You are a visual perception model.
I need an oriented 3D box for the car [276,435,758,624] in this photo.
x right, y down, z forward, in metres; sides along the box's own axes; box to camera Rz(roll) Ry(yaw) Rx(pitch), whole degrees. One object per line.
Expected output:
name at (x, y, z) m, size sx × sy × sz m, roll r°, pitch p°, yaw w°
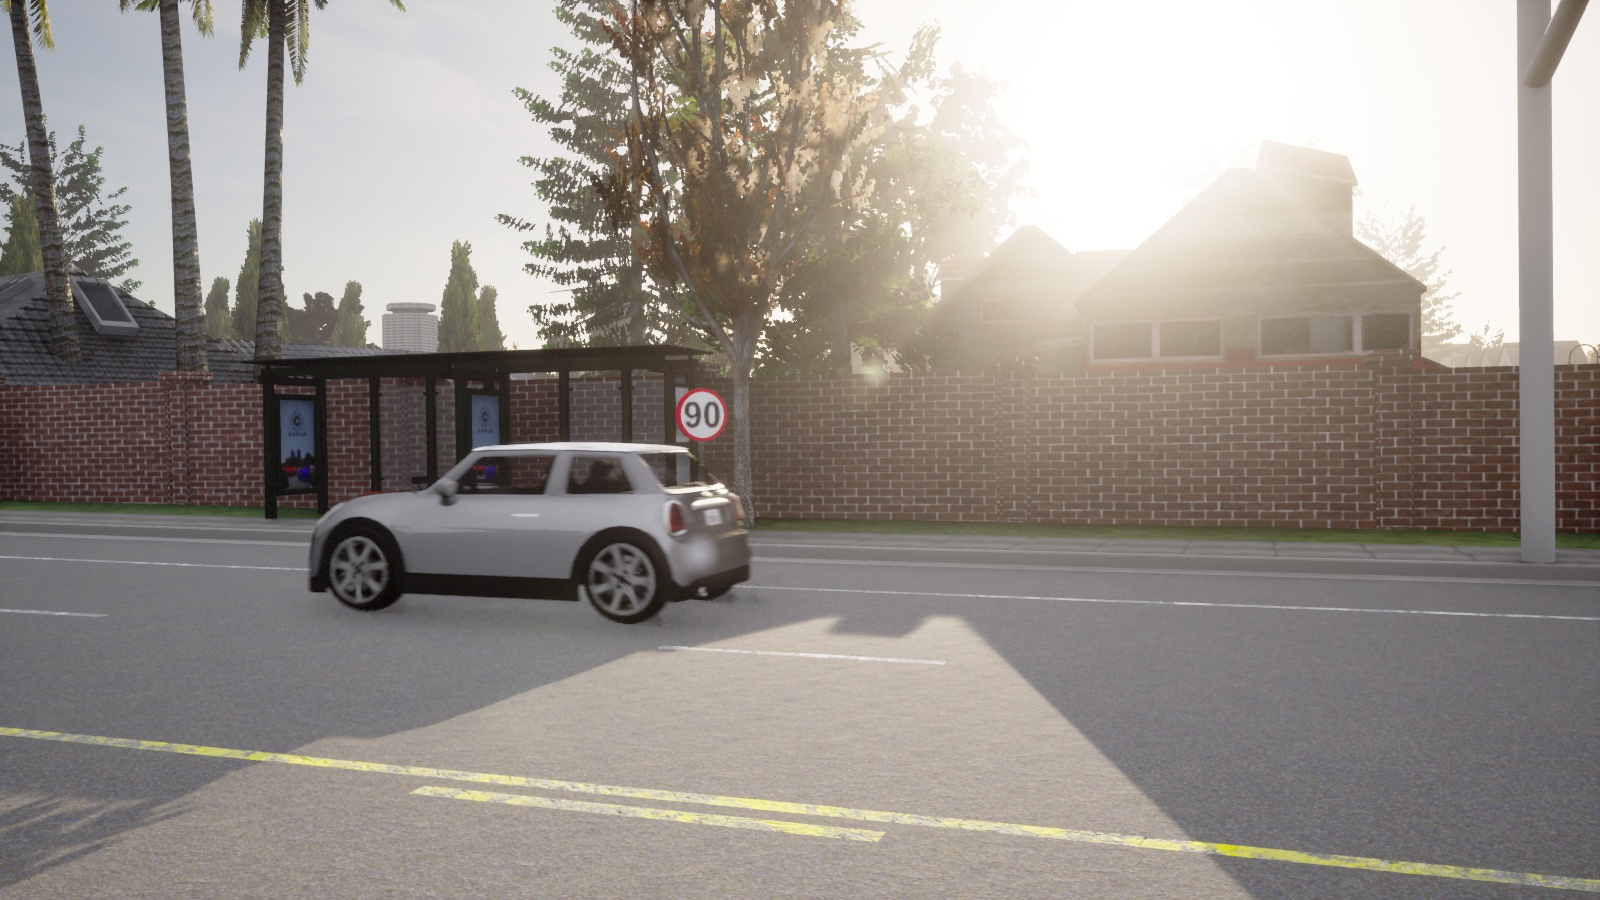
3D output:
car at (-2.510, 0.607, 11.423) m, size 3.806 × 1.475 × 1.970 m, roll 1°, pitch 1°, yaw 19°
